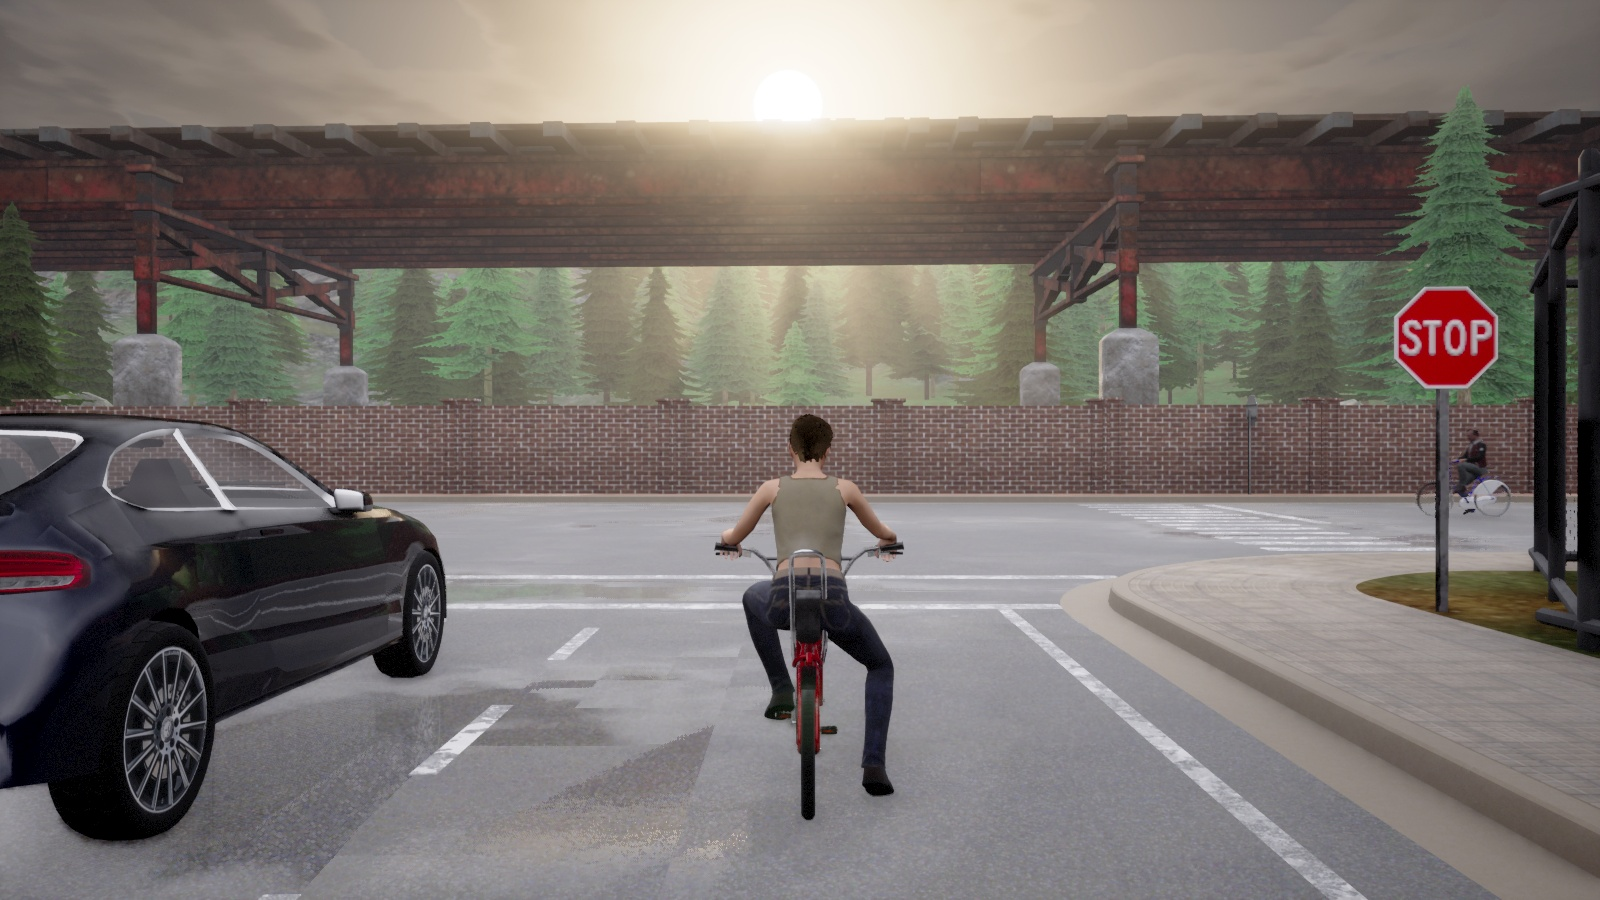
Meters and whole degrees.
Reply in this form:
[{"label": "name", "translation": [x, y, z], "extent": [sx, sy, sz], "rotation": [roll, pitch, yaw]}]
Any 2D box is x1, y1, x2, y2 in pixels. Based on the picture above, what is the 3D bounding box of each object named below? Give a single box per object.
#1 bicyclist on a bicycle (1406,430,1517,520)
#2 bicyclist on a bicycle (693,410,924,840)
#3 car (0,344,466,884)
[{"label": "bicyclist on a bicycle", "translation": [13.121, 0.487, 24.920], "extent": [1.843, 1.776, 0.659], "rotation": [0, 0, 1]}, {"label": "bicyclist on a bicycle", "translation": [0.039, 0.652, 5.464], "extent": [0.866, 1.612, 1.509], "rotation": [0, 0, 1]}, {"label": "car", "translation": [-3.448, 0.486, 6.353], "extent": [2.152, 1.651, 5.027], "rotation": [0, 0, 0]}]
